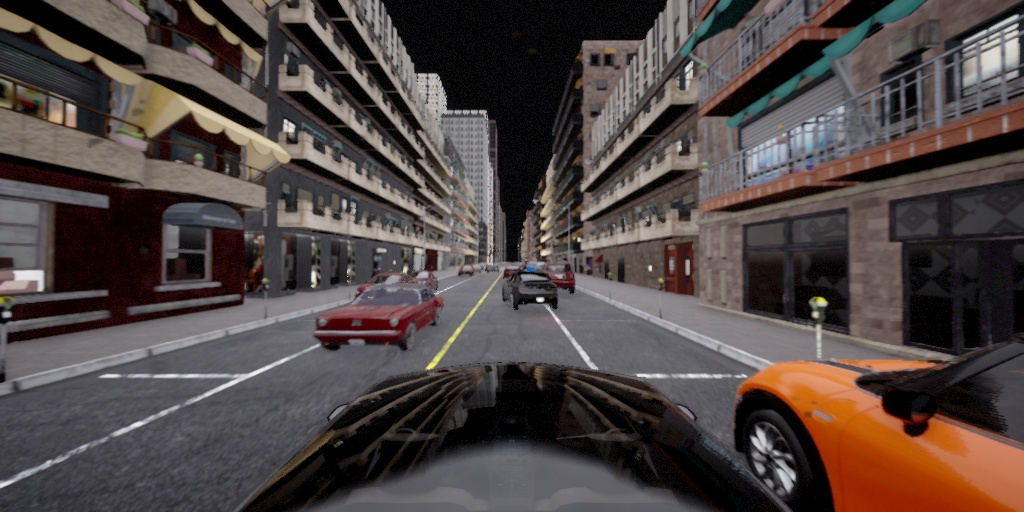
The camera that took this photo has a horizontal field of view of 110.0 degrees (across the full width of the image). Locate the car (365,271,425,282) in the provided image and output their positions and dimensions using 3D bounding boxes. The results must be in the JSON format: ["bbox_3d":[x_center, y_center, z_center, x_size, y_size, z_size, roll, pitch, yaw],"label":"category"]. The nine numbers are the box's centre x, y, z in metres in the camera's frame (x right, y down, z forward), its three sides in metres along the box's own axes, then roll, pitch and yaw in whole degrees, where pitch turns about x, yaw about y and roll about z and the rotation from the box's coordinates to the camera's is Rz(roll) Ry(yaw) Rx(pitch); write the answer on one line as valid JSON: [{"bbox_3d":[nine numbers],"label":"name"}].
[{"bbox_3d":[-5.688,1.474,16.696,1.888,1.381,4.507,0,0,0],"label":"car"}]

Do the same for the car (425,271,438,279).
[{"bbox_3d":[-5.688,1.579,22.378,1.802,1.307,4.207,0,0,0],"label":"car"}]

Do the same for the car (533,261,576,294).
[{"bbox_3d":[2.692,1.312,22.379,2.192,1.841,5.009,0,0,0],"label":"car"}]

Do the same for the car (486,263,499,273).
[{"bbox_3d":[-2.996,1.988,57.240,1.994,1.385,4.181,0,-1,0],"label":"car"}]

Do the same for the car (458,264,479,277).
[{"bbox_3d":[-5.685,1.819,45.106,1.888,1.381,4.507,0,0,0],"label":"car"}]

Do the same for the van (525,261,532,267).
[{"bbox_3d":[2.696,1.615,45.107,1.690,1.789,3.998,0,0,0],"label":"van"}]

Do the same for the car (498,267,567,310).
[{"bbox_3d":[0.693,1.424,15.871,1.837,1.490,4.892,0,-1,-9],"label":"car"}]

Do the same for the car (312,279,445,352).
[{"bbox_3d":[-3.098,1.442,9.368,1.895,1.301,4.718,0,-1,0],"label":"car"}]

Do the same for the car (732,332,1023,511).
[{"bbox_3d":[3.113,1.100,1.504,2.097,1.767,4.553,0,-1,0],"label":"car"}]

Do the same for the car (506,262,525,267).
[{"bbox_3d":[0.099,1.658,37.440,1.882,1.535,5.008,0,-1,0],"label":"car"}]

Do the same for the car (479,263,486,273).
[{"bbox_3d":[-5.683,1.964,56.470,2.007,1.370,4.403,0,0,0],"label":"car"}]
